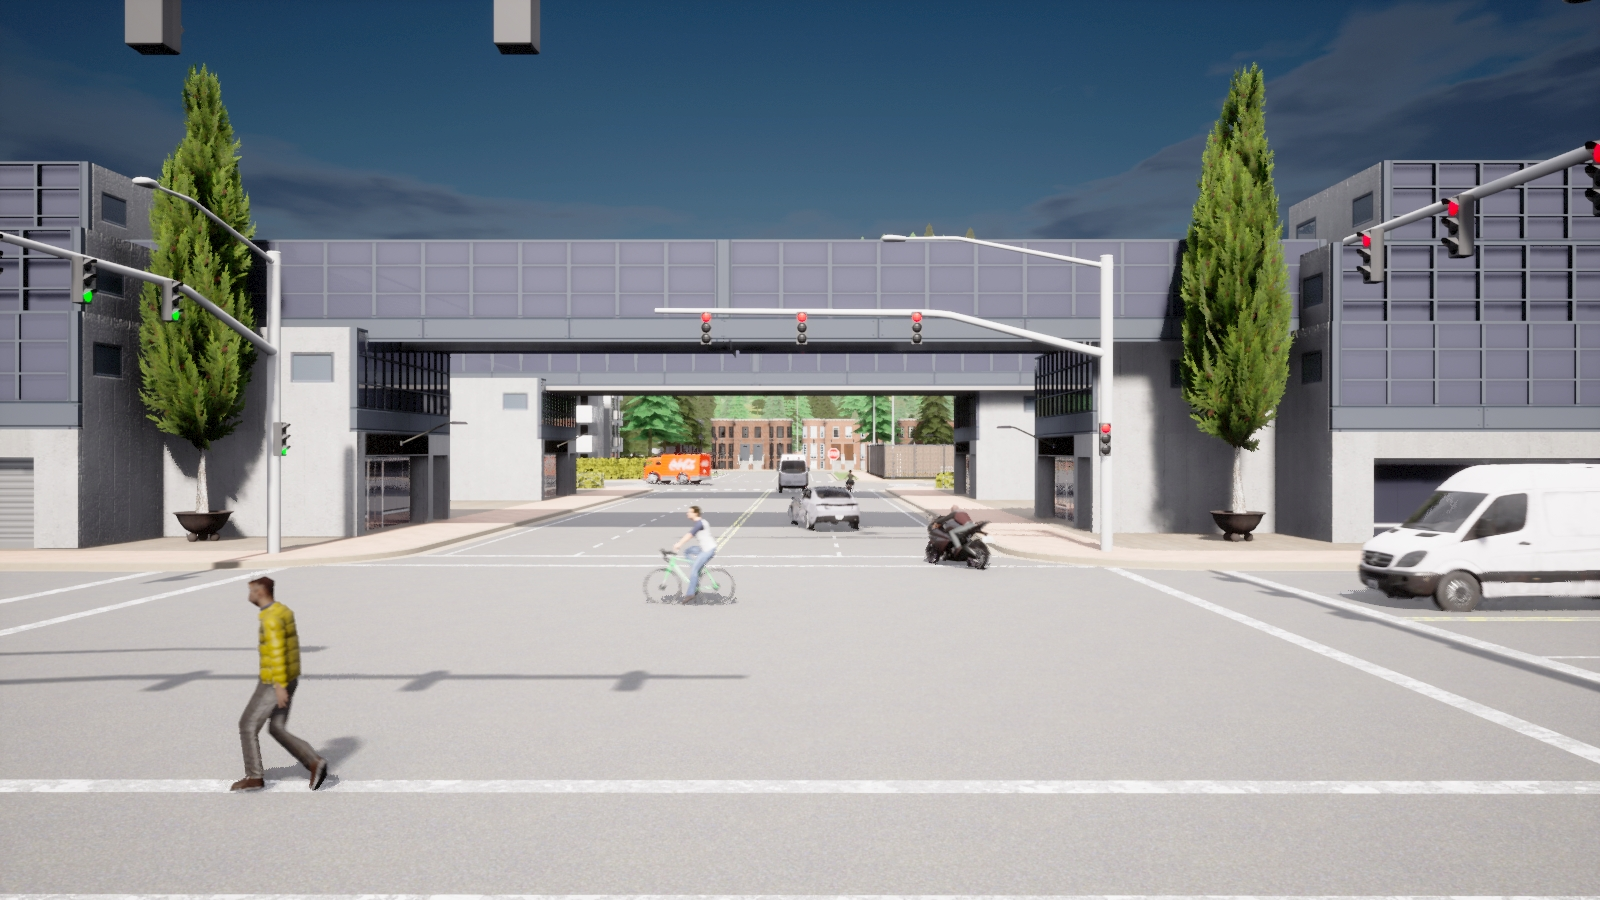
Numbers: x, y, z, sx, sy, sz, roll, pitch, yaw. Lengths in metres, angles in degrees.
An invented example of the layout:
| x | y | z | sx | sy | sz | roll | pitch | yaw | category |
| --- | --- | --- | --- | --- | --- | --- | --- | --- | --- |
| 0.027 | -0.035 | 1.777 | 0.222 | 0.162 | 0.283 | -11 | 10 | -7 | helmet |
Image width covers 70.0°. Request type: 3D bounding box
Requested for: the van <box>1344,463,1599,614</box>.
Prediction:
| x | y | z | sx | sy | sz | roll | pitch | yaw | category |
| --- | --- | --- | --- | --- | --- | --- | --- | --- | --- |
| 13.236 | 1.534 | 20.617 | 5.915 | 2.561 | 1.988 | 0 | 0 | -1 | van |

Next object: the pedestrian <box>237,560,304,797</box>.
| x | y | z | sx | sy | sz | roll | pitch | yaw | category |
| --- | --- | --- | --- | --- | --- | --- | --- | --- | --- |
| -4.321 | 1.849 | 9.339 | 0.375 | 1.860 | 0.375 | 0 | 0 | 1 | pedestrian |

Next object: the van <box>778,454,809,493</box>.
| x | y | z | sx | sy | sz | roll | pitch | yaw | category |
| --- | --- | --- | --- | --- | --- | --- | --- | --- | --- |
| -0.473 | 1.535 | 77.508 | 1.988 | 2.561 | 5.915 | 0 | 0 | -1 | van |

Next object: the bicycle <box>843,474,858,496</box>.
| x | y | z | sx | sy | sz | roll | pitch | yaw | category |
| --- | --- | --- | --- | --- | --- | --- | --- | --- | --- |
| 3.090 | 2.158 | 70.311 | 0.859 | 1.276 | 1.487 | 0 | 0 | 0 | bicycle |

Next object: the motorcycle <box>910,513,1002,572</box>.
| x | y | z | sx | sy | sz | roll | pitch | yaw | category |
| --- | --- | --- | --- | --- | --- | --- | --- | --- | --- |
| 3.726 | 2.205 | 27.429 | 0.867 | 1.251 | 2.209 | 4 | -2 | -35 | motorcycle |

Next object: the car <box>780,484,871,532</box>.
| x | y | z | sx | sy | sz | roll | pitch | yaw | category |
| --- | --- | --- | --- | --- | --- | --- | --- | --- | --- |
| 0.849 | 2.061 | 41.487 | 2.231 | 1.480 | 4.892 | 0 | 0 | -12 | car |
